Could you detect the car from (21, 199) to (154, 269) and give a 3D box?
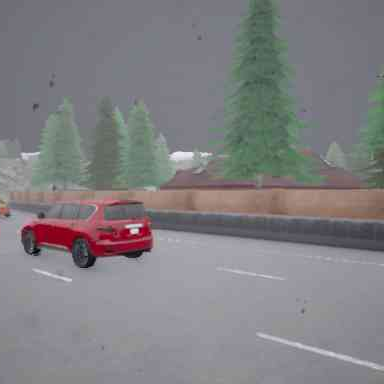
[{"bbox_3d":[-3.759,1.249,11.513,5.566,2.045,2.150,0,0,40],"label":"car"}]

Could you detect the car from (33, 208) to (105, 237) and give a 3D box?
[{"bbox_3d":[-7.168,1.646,19.131,4.718,1.301,1.895,0,0,42],"label":"car"}]

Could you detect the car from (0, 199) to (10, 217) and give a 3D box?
[{"bbox_3d":[-18.603,1.421,30.975,2.097,1.767,4.553,0,0,-41],"label":"car"}]
